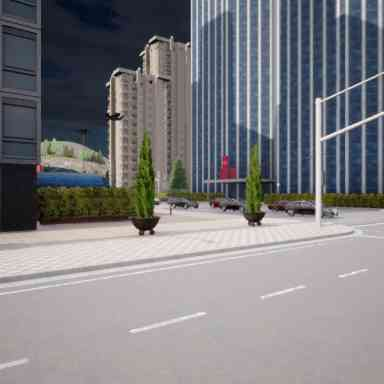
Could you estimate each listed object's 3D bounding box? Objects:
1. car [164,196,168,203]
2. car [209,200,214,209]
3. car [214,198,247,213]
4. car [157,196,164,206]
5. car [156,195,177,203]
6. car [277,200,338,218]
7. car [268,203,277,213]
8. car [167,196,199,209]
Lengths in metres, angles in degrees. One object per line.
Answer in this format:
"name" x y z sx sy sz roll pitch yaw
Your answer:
"car" -1.853 1.550 52.681 2.033 1.411 5.357 0 0 -36
"car" 4.367 1.481 44.063 1.882 1.535 5.008 0 0 -36
"car" 5.080 1.494 37.108 2.128 1.511 4.902 0 0 -36
"car" -7.007 1.550 53.871 2.033 1.411 5.357 0 0 -35
"car" -5.346 1.501 69.719 2.128 1.511 4.902 0 0 -36
"car" 10.494 1.494 29.643 2.128 1.511 4.902 0 0 -36
"car" 10.488 1.604 35.605 1.895 1.301 4.718 0 0 -36
"car" -0.974 1.508 45.480 1.837 1.490 4.892 0 0 -36
